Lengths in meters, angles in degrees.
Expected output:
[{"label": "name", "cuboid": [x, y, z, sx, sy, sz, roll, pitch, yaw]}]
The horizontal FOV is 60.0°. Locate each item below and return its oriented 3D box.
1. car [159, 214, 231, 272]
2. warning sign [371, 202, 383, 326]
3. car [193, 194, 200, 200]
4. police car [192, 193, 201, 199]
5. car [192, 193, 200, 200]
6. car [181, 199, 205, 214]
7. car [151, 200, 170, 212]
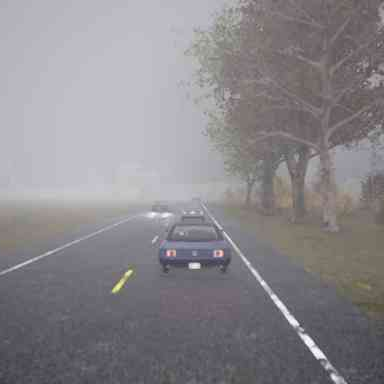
[{"label": "car", "cuboid": [0.082, 1.599, 10.724, 1.895, 1.301, 4.718, 0, 0, 0]}, {"label": "warning sign", "cuboid": [3.574, 1.115, 4.826, 1.300, 1.860, 1.060, 1, 1, 0]}, {"label": "car", "cuboid": [1.056, 1.346, 84.871, 1.837, 1.490, 4.892, 0, 0, 0]}, {"label": "police car", "cuboid": [1.056, 1.302, 74.980, 1.930, 1.638, 5.238, 0, 0, 0]}, {"label": "car", "cuboid": [1.057, 1.167, 90.843, 2.097, 1.767, 4.553, 0, 0, 0]}, {"label": "car", "cuboid": [0.090, 1.537, 26.427, 2.033, 1.411, 5.357, 0, 0, 0]}, {"label": "car", "cuboid": [-3.592, 1.571, 38.519, 1.895, 1.301, 4.718, 0, 0, 0]}]
